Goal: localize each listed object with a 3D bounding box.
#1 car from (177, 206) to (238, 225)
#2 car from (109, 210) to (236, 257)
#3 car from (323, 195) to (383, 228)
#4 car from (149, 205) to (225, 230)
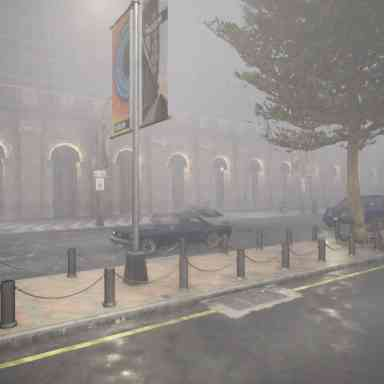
[{"bbox_3d":[0.169,1.601,18.099,4.718,1.301,1.895,0,0,-35],"label":"car"},{"bbox_3d":[-0.776,1.601,13.189,4.718,1.301,1.895,0,0,-35],"label":"car"},{"bbox_3d":[10.737,1.219,21.196,5.566,2.045,2.150,0,0,-35],"label":"car"},{"bbox_3d":[-0.236,1.595,21.669,4.718,1.301,1.895,0,0,-35],"label":"car"}]
